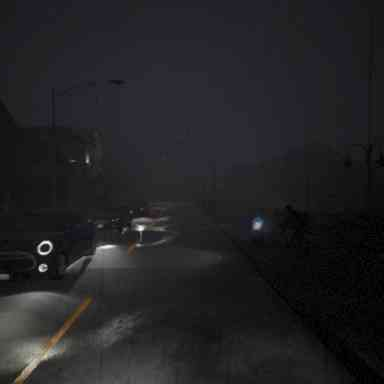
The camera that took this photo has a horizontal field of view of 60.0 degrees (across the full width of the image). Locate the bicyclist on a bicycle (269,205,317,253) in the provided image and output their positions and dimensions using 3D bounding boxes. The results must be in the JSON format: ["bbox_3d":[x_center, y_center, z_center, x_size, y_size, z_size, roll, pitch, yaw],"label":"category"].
[{"bbox_3d":[3.404,1.250,11.226,1.656,1.620,0.582,0,0,-2],"label":"bicyclist on a bicycle"}]

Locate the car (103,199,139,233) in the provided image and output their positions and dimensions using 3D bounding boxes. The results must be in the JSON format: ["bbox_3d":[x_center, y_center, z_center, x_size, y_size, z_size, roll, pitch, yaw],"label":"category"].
[{"bbox_3d":[-4.564,1.393,18.821,2.128,1.511,4.902,0,0,-1],"label":"car"}]

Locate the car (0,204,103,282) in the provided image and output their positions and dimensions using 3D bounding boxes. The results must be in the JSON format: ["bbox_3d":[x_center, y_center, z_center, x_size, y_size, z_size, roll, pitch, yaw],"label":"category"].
[{"bbox_3d":[-4.321,1.313,9.737,2.097,1.767,4.553,0,0,-2],"label":"car"}]

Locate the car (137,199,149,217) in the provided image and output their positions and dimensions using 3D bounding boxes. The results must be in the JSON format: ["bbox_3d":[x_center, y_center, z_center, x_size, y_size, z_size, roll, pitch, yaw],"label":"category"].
[{"bbox_3d":[-4.827,1.360,29.115,1.812,1.442,4.674,0,0,-1],"label":"car"}]
